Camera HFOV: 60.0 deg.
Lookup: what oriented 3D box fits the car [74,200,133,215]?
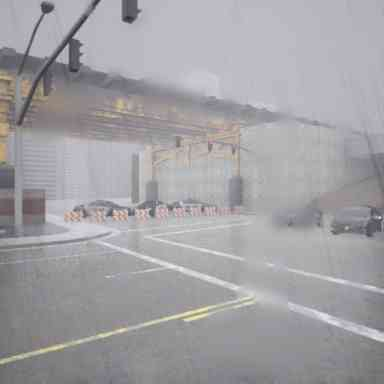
[{"bbox_3d":[-7.595,1.293,28.805,4.536,1.218,1.853,0,0,8],"label":"car"}]

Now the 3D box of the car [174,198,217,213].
[{"bbox_3d":[0.056,1.291,35.241,4.536,1.218,1.853,0,0,-7],"label":"car"}]

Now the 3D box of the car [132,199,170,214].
[{"bbox_3d":[-3.785,1.292,31.535,1.853,1.218,4.536,0,0,18],"label":"car"}]

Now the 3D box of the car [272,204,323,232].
[{"bbox_3d":[6.558,1.502,20.355,1.837,1.490,4.892,-1,-1,38],"label":"car"}]

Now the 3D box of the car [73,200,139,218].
[{"bbox_3d":[-7.544,1.451,28.798,4.974,1.542,2.038,0,0,8],"label":"car"}]

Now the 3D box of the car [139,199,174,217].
[{"bbox_3d":[-3.800,1.450,31.485,2.038,1.542,4.974,0,0,18],"label":"car"}]

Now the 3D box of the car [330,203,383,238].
[{"bbox_3d":[8.966,1.502,17.951,1.837,1.490,4.892,-1,-1,39],"label":"car"}]

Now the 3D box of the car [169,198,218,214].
[{"bbox_3d":[0.108,1.449,35.247,4.974,1.542,2.038,0,0,-7],"label":"car"}]
